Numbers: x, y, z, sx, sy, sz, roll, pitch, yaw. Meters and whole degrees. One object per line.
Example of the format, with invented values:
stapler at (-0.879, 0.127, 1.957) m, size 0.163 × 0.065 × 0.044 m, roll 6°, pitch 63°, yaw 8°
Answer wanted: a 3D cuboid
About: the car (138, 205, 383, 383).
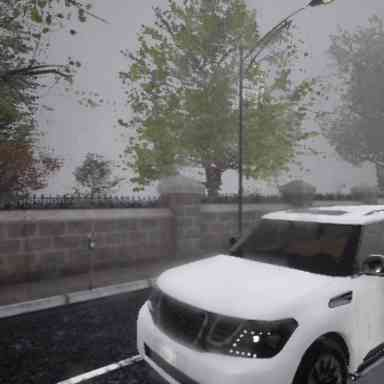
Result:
car at (1.985, 1.255, 4.937) m, size 5.566 × 2.045 × 2.150 m, roll 0°, pitch -1°, yaw -37°
